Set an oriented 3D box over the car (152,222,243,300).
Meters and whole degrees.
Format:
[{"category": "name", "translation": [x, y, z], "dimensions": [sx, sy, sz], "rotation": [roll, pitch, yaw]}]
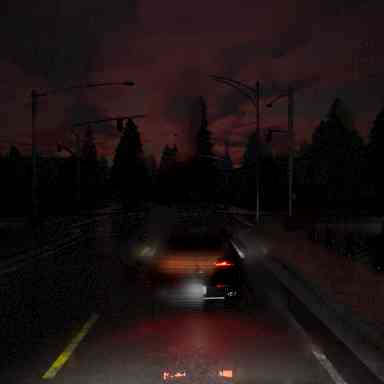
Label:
[{"category": "car", "translation": [0.110, 1.505, 8.370], "dimensions": [1.837, 1.490, 4.892], "rotation": [0, 0, 0]}]
